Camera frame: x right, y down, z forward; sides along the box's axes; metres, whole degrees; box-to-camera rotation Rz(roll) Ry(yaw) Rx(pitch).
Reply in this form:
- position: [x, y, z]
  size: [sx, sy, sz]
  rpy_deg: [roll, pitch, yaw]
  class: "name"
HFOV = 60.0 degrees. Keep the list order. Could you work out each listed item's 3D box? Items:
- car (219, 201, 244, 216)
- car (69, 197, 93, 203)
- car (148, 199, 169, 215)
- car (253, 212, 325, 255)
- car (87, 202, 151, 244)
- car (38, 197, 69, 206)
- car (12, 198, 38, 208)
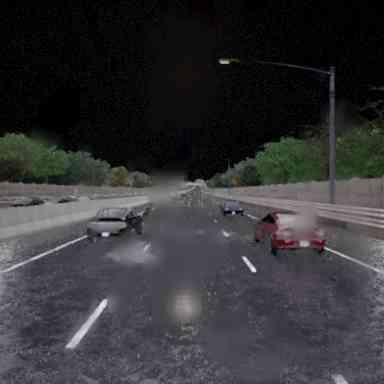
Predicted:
- position: [3.604, 1.505, 31.035]
  size: [1.895, 1.301, 4.718]
  rpy_deg: [0, 0, 0]
  class: "car"
- position: [-14.077, 1.404, 43.699]
  size: [1.812, 1.442, 4.674]
  rpy_deg: [0, 0, 0]
  class: "car"
- position: [-3.395, 1.406, 32.377]
  size: [1.837, 1.490, 4.892]
  rpy_deg: [0, 0, 0]
  class: "car"
- position: [3.602, 1.482, 12.949]
  size: [1.812, 1.442, 4.674]
  rpy_deg: [0, 0, 0]
  class: "car"
- position: [-3.398, 1.440, 15.462]
  size: [2.128, 1.511, 4.902]
  rpy_deg: [0, 0, 0]
  class: "car"
- position: [-17.575, 1.371, 43.366]
  size: [2.128, 1.511, 4.902]
  rpy_deg: [0, 0, 0]
  class: "car"
- position: [-21.077, 1.427, 43.201]
  size: [2.033, 1.411, 5.357]
  rpy_deg: [0, 0, 0]
  class: "car"
